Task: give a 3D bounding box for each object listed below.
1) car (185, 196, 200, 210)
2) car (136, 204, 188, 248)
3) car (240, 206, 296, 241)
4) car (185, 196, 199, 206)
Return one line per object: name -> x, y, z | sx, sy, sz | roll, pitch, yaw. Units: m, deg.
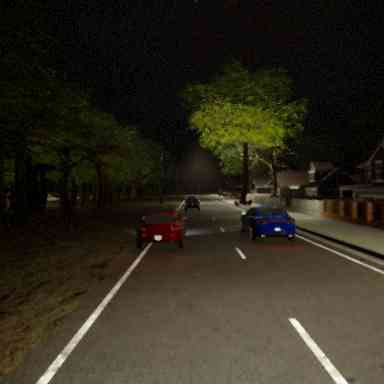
car -> 0.063, 1.443, 40.119 | 2.033, 1.411, 5.357 | 0, 0, 0
car -> -1.226, 1.475, 14.329 | 1.812, 1.442, 4.674 | 0, 0, 0
car -> 3.601, 1.420, 16.469 | 1.882, 1.535, 5.008 | 0, 0, 0
car -> -0.002, 1.401, 52.158 | 2.033, 1.411, 5.357 | 0, 0, 0
